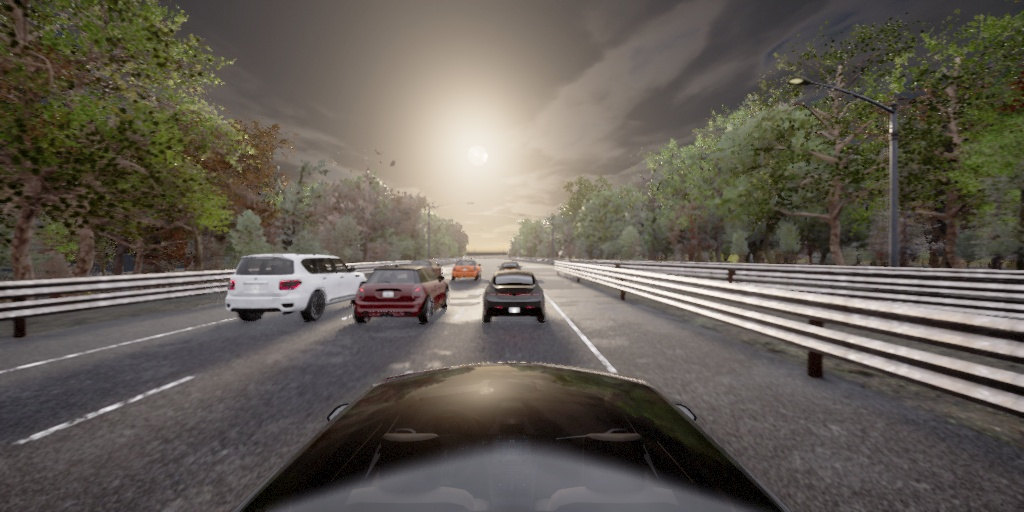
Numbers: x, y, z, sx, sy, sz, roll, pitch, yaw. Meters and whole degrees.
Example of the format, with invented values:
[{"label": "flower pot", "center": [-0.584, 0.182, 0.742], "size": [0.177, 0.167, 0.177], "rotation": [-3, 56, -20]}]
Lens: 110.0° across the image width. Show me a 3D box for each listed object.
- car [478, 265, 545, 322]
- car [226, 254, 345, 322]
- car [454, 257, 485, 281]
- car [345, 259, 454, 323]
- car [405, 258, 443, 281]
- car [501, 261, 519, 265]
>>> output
[{"label": "car", "center": [0.051, 1.227, 12.222], "size": [1.837, 1.490, 4.892], "rotation": [0, 0, 0]}, {"label": "car", "center": [-6.948, 0.947, 12.364], "size": [2.150, 2.045, 5.566], "rotation": [0, 0, 0]}, {"label": "car", "center": [-3.679, 1.041, 29.764], "size": [2.097, 1.767, 4.553], "rotation": [0, 0, -1]}, {"label": "car", "center": [-3.450, 1.076, 12.085], "size": [2.097, 1.767, 4.553], "rotation": [0, 0, 0]}, {"label": "car", "center": [-7.180, 1.043, 29.815], "size": [2.097, 1.767, 4.553], "rotation": [0, 0, -1]}, {"label": "car", "center": [-0.182, 1.192, 30.000], "size": [1.837, 1.490, 4.892], "rotation": [0, 0, -1]}]
